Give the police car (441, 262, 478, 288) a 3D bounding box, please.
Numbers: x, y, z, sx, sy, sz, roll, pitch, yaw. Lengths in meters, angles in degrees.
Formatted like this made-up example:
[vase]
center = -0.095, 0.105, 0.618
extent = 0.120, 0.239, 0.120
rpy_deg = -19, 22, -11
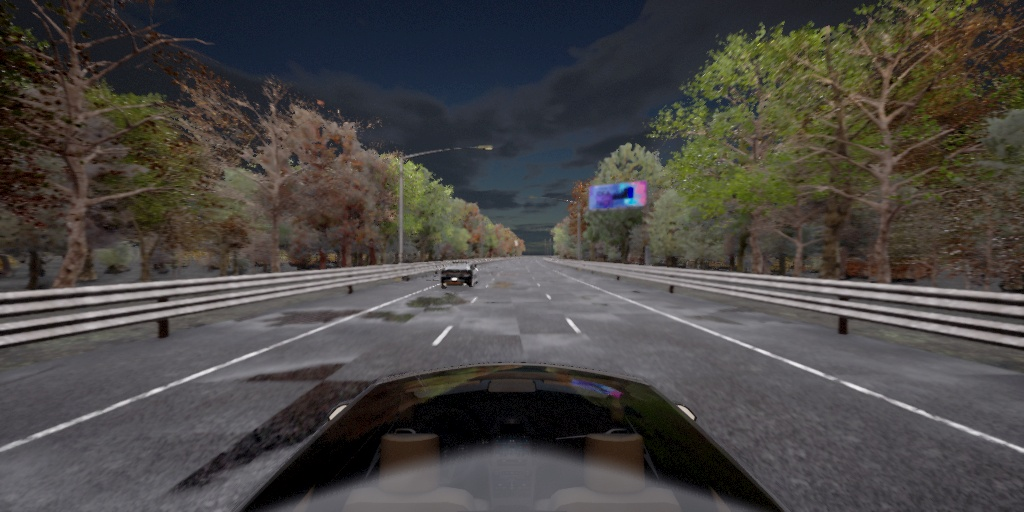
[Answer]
[police car]
center = -3.389, 1.185, 23.882
extent = 1.930, 1.638, 5.238
rpy_deg = 0, 0, 1
